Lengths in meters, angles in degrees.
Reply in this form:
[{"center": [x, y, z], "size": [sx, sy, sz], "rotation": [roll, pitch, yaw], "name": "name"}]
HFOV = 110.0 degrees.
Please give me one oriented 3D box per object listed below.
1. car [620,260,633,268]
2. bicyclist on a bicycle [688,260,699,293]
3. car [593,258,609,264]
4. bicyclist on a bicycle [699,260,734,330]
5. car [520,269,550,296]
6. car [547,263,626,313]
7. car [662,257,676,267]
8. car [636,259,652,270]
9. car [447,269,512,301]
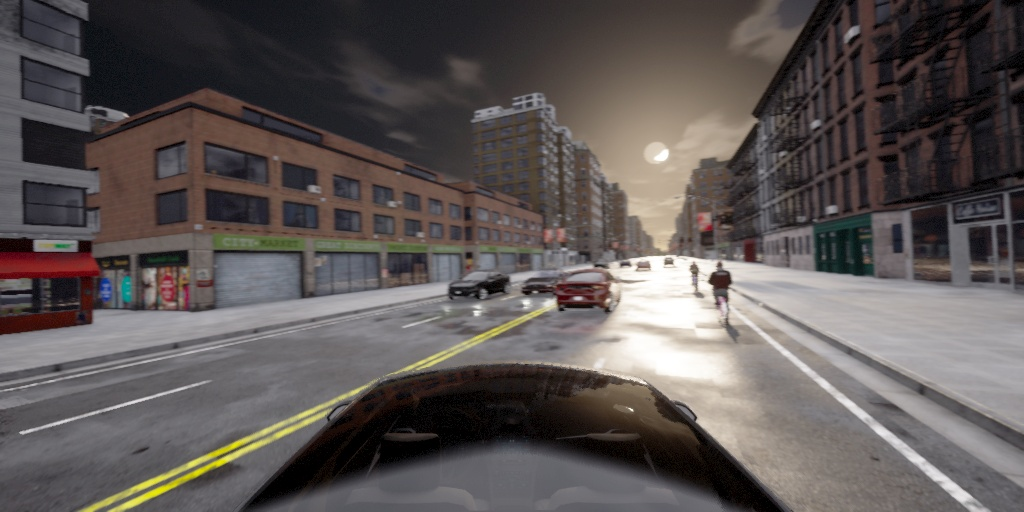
[{"center": [19.034, 1.292, 60.030], "size": [1.895, 1.301, 4.718], "rotation": [-3, -1, 24], "name": "car"}, {"center": [9.138, 1.044, 17.946], "size": [0.582, 1.620, 1.656], "rotation": [-3, -1, 23], "name": "bicyclist on a bicycle"}, {"center": [14.212, 1.200, 57.113], "size": [2.097, 1.767, 4.553], "rotation": [-3, -1, 23], "name": "car"}, {"center": [5.579, 1.000, 9.609], "size": [0.659, 1.776, 1.843], "rotation": [-3, 0, 23], "name": "bicyclist on a bicycle"}, {"center": [2.215, 1.445, 20.790], "size": [2.033, 1.411, 5.357], "rotation": [-3, -1, 23], "name": "car"}, {"center": [3.172, 1.258, 14.254], "size": [1.882, 1.535, 5.008], "rotation": [-3, -1, 23], "name": "car"}, {"center": [24.926, 0.930, 57.023], "size": [1.837, 1.490, 4.892], "rotation": [-3, 0, 23], "name": "car"}, {"center": [18.433, 1.163, 50.023], "size": [1.994, 1.385, 4.181], "rotation": [-3, -1, 23], "name": "car"}, {"center": [-1.683, 1.518, 19.932], "size": [1.882, 1.535, 5.008], "rotation": [-3, -1, 23], "name": "car"}]
